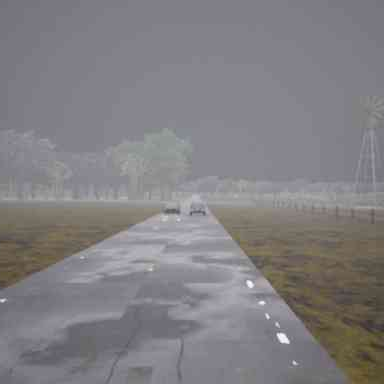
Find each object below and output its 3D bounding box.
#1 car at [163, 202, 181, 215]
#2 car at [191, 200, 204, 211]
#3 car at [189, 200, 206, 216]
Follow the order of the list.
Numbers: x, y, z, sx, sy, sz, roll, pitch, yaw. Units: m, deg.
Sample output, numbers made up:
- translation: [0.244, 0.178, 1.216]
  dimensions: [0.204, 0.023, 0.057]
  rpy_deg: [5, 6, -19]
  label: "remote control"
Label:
- translation: [-2.287, 1.872, 39.058]
  dimensions: [1.882, 1.535, 5.008]
  rpy_deg: [0, -1, 1]
  label: "car"
- translation: [0.808, 1.964, 48.988]
  dimensions: [1.882, 1.535, 5.008]
  rpy_deg: [0, -1, 1]
  label: "car"
- translation: [0.648, 1.934, 38.028]
  dimensions: [2.033, 1.411, 5.357]
  rpy_deg: [0, -1, 1]
  label: "car"
